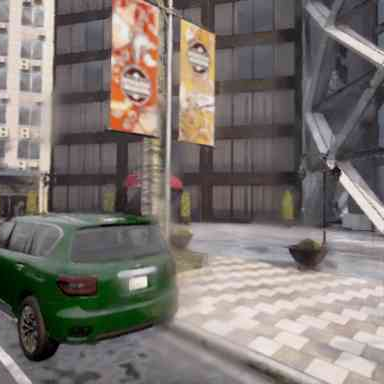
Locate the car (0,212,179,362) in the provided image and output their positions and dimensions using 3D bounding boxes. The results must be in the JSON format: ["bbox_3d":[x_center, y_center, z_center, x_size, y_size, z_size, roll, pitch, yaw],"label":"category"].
[{"bbox_3d":[-2.669,1.412,6.549,5.566,2.045,2.150,-1,-3,44],"label":"car"}]
